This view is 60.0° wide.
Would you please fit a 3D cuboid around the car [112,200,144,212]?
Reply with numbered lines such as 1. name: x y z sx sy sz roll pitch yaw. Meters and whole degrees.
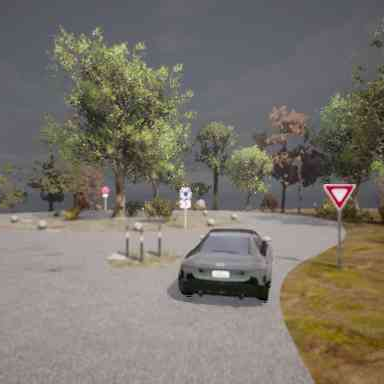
1. car: -7.972 1.817 44.040 5.008 1.535 1.882 0 -1 -6

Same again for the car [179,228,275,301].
1. car: 1.063 1.631 8.624 1.994 1.385 4.181 0 0 14
